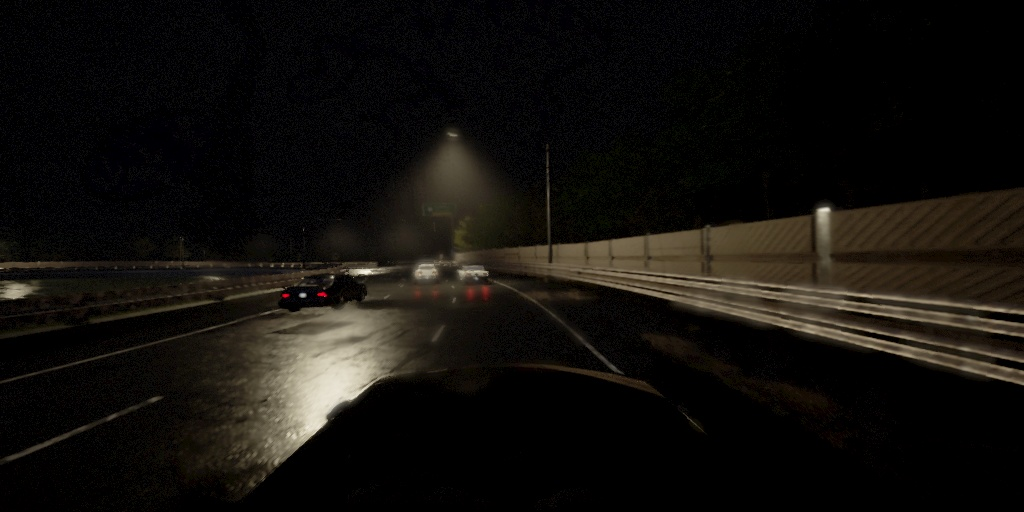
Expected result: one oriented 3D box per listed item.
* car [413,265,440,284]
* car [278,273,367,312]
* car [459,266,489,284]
[{"bbox_3d":[-6.964,1.417,29.183,1.812,1.442,4.674,-1,0,-15],"label":"car"},{"bbox_3d":[-7.724,1.448,15.187,2.033,1.411,5.357,-1,0,-8],"label":"car"},{"bbox_3d":[-3.126,1.419,28.538,1.895,1.301,4.718,-1,0,-14],"label":"car"}]
